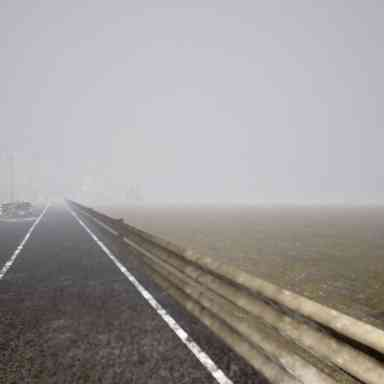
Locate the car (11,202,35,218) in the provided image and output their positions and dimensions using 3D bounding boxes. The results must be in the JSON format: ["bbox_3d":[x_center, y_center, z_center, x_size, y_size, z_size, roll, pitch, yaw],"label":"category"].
[{"bbox_3d":[-17.511,1.823,34.720,1.812,1.442,4.674,-2,0,-22],"label":"car"}]
